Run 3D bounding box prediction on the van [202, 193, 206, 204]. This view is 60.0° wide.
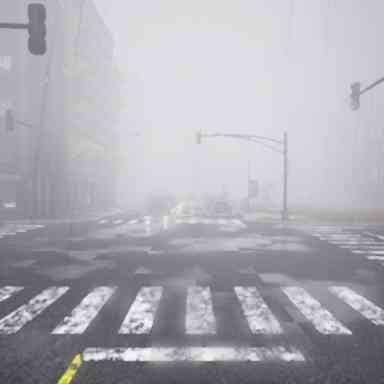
[{"bbox_3d":[2.655,1.049,47.816,1.690,1.788,3.998,-1,0,0],"label":"van"}]

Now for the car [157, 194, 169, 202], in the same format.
[{"bbox_3d":[-5.686,1.136,64.723,1.887,1.381,4.507,-1,0,0],"label":"car"}]

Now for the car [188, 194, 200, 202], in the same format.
[{"bbox_3d":[0.114,1.102,63.874,1.837,1.490,4.892,0,0,0],"label":"car"}]

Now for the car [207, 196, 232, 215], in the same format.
[{"bbox_3d":[2.653,1.362,30.881,1.887,1.381,4.507,-1,0,0],"label":"car"}]

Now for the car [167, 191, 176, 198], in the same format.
[{"bbox_3d":[-5.682,0.694,92.954,2.192,1.841,5.009,-1,0,0],"label":"car"}]

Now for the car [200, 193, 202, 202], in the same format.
[{"bbox_3d":[2.658,1.215,53.464,1.887,1.381,4.507,-1,0,0],"label":"car"}]

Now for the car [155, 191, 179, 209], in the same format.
[{"bbox_3d":[-3.081,1.101,41.423,2.097,1.767,4.553,0,0,0],"label":"car"}]

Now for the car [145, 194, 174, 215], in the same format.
[{"bbox_3d":[-3.088,1.287,32.109,1.882,1.535,5.008,0,0,0],"label":"car"}]

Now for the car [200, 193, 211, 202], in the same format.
[{"bbox_3d":[2.660,1.032,64.753,1.967,1.590,4.097,-1,0,0],"label":"car"}]

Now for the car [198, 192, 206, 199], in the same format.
[{"bbox_3d":[2.702,0.864,87.337,1.967,1.590,4.097,-1,0,0],"label":"car"}]

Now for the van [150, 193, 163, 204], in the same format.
[{"bbox_3d":[-5.692,1.011,53.431,1.690,1.788,3.998,-1,0,0],"label":"van"}]

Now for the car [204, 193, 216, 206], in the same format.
[{"bbox_3d":[2.653,1.221,36.525,1.967,1.590,4.097,-1,0,0],"label":"car"}]

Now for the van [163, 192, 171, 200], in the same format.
[{"bbox_3d":[-5.686,0.850,76.016,1.690,1.788,3.998,-1,0,0],"label":"van"}]

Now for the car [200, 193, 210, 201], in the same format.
[{"bbox_3d":[2.667,0.991,70.400,1.967,1.590,4.097,-1,0,0],"label":"car"}]

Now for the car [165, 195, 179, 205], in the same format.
[{"bbox_3d":[-3.067,1.248,51.389,1.994,1.385,4.181,0,0,0],"label":"car"}]
